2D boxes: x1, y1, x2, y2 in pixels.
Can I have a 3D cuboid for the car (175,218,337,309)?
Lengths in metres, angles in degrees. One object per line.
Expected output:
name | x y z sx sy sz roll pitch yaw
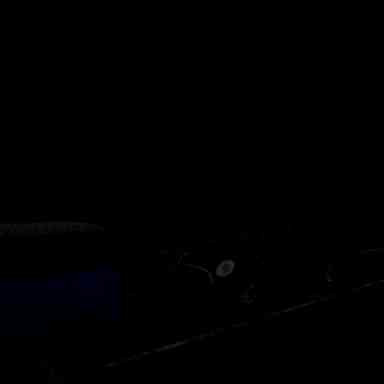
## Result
car | 1.576 1.472 7.888 4.097 1.590 1.967 0 0 -35

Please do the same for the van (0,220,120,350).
van | -3.016 1.342 4.615 3.998 1.788 1.690 0 0 -35
